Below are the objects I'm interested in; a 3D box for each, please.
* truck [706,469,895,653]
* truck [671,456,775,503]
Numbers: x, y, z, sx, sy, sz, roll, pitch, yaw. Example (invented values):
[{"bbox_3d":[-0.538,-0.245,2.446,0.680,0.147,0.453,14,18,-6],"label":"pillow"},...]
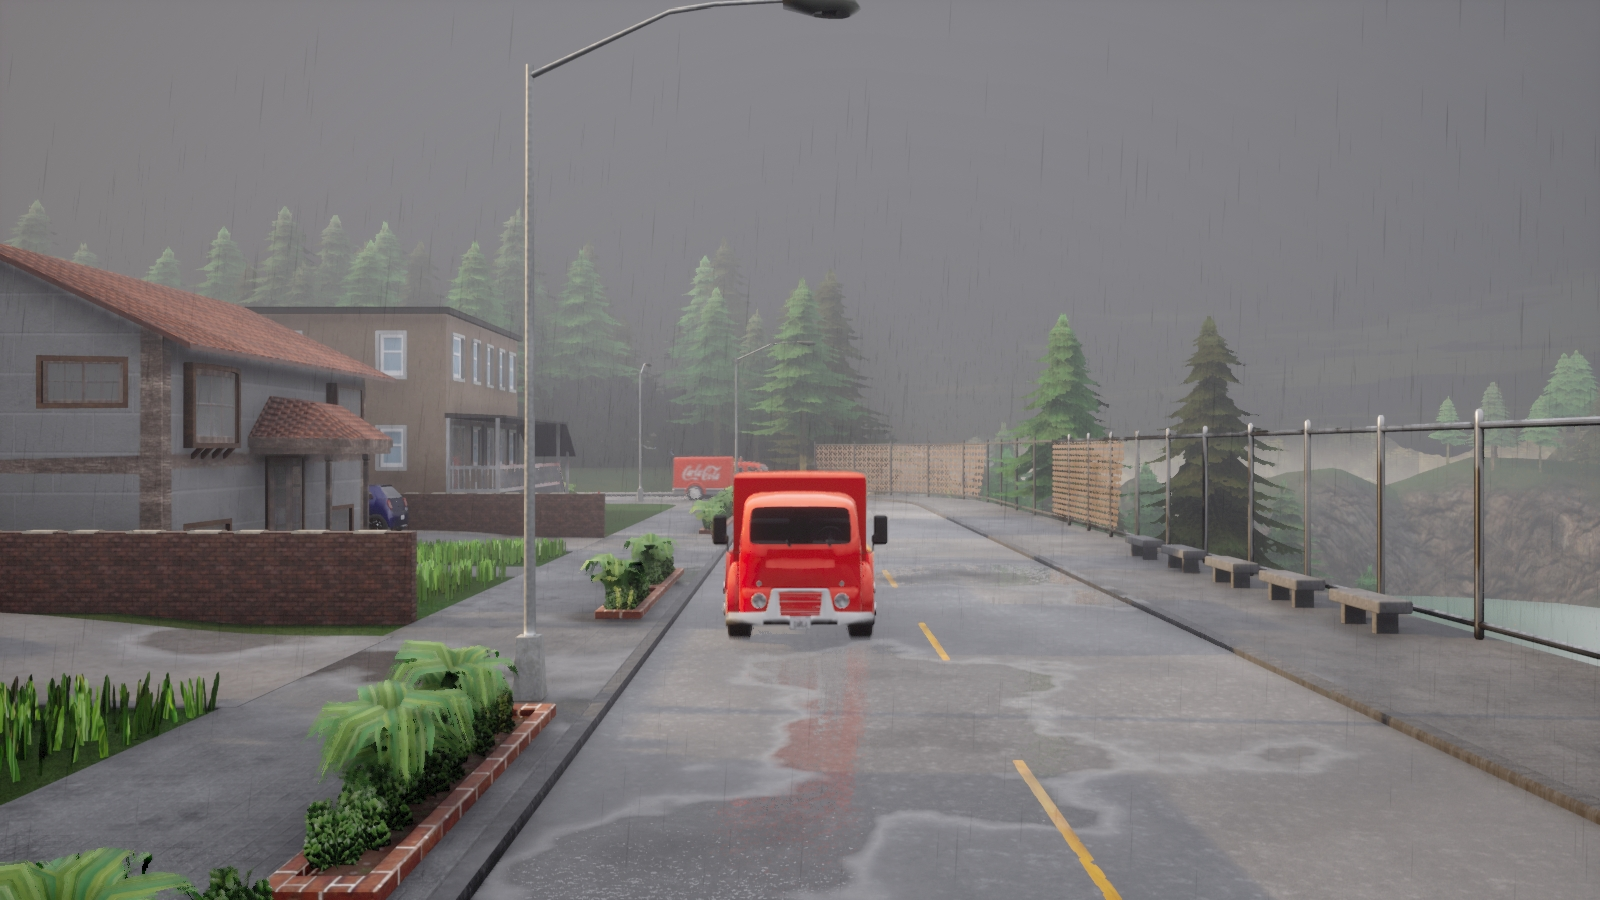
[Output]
[{"bbox_3d":[-0.008,1.580,18.466,2.627,2.467,5.204,0,0,0],"label":"truck"},{"bbox_3d":[-4.239,1.607,63.297,5.204,2.467,2.627,0,-1,15],"label":"truck"}]
